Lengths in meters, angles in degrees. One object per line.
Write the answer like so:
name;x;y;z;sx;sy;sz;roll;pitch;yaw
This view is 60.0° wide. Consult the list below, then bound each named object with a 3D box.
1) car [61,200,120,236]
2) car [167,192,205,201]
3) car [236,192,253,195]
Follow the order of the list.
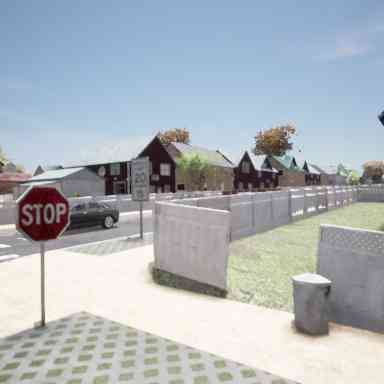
car;-5.798;1.216;16.419;1.837;1.490;4.892;-1;1;35
car;-0.595;0.820;23.816;2.097;1.767;4.553;-1;1;35
car;5.054;0.730;31.830;1.812;1.442;4.674;-1;1;36
